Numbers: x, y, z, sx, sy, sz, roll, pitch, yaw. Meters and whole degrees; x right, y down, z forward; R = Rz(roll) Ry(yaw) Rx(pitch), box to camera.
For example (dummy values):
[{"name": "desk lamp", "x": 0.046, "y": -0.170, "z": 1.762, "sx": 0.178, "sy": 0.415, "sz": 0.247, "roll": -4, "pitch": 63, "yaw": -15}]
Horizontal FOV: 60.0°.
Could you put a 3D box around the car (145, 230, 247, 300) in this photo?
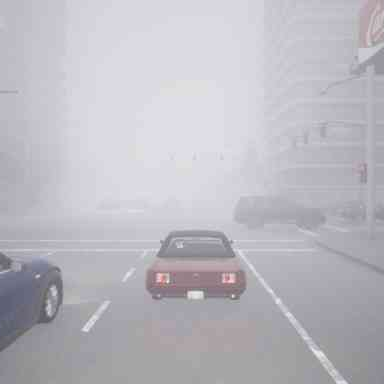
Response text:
[{"name": "car", "x": 0.113, "y": 1.600, "z": 8.322, "sx": 1.895, "sy": 1.301, "sz": 4.718, "roll": 0, "pitch": 0, "yaw": 1}]

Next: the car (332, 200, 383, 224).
[{"name": "car", "x": 13.158, "y": 1.490, "z": 24.011, "sx": 4.902, "sy": 1.511, "sz": 2.128, "roll": 0, "pitch": 0, "yaw": 0}]

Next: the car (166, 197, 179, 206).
[{"name": "car", "x": -3.254, "y": 1.561, "z": 54.906, "sx": 1.994, "sy": 1.385, "sz": 4.181, "roll": 0, "pitch": 0, "yaw": 0}]

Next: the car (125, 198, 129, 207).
[{"name": "car", "x": -10.415, "y": 1.598, "z": 52.056, "sx": 1.895, "sy": 1.301, "sz": 4.718, "roll": 0, "pitch": 0, "yaw": 1}]

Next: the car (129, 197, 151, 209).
[{"name": "car", "x": -6.929, "y": 1.489, "z": 46.411, "sx": 2.128, "sy": 1.511, "sz": 4.902, "roll": 0, "pitch": 0, "yaw": 1}]

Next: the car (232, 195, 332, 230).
[{"name": "car", "x": 5.252, "y": 1.220, "z": 20.491, "sx": 5.566, "sy": 2.045, "sz": 2.150, "roll": 0, "pitch": 0, "yaw": 0}]

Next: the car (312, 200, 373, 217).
[{"name": "car", "x": 14.068, "y": 1.503, "z": 31.212, "sx": 4.892, "sy": 1.490, "sz": 1.837, "roll": 0, "pitch": 0, "yaw": 0}]

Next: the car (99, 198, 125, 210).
[{"name": "car", "x": -10.458, "y": 1.502, "z": 42.800, "sx": 1.837, "sy": 1.490, "sz": 4.892, "roll": 0, "pitch": 0, "yaw": 0}]

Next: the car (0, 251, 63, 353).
[{"name": "car", "x": -3.431, "y": 1.352, "z": 4.300, "sx": 2.097, "sy": 1.767, "sz": 4.553, "roll": 0, "pitch": 0, "yaw": 1}]
